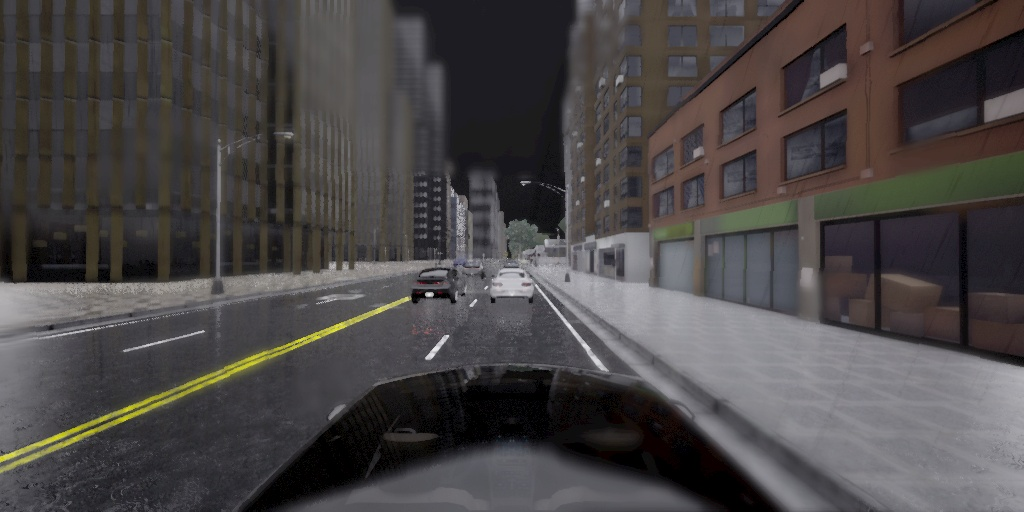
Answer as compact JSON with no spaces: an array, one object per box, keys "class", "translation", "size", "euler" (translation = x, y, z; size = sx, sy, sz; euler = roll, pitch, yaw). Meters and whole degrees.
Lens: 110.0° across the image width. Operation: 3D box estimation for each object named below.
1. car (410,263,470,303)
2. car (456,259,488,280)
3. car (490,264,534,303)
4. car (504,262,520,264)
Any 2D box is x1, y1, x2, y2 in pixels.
[{"class":"car","translation":[-3.250,1.265,16.500],"size":[1.837,1.490,4.892],"euler":[0,0,0]},{"class":"car","translation":[-3.250,1.240,31.501],"size":[2.128,1.511,4.902],"euler":[0,0,0]},{"class":"car","translation":[0.000,1.281,16.500],"size":[1.812,1.442,4.674],"euler":[0,0,0]},{"class":"car","translation":[0.000,1.240,31.501],"size":[2.128,1.511,4.902],"euler":[0,0,0]}]
